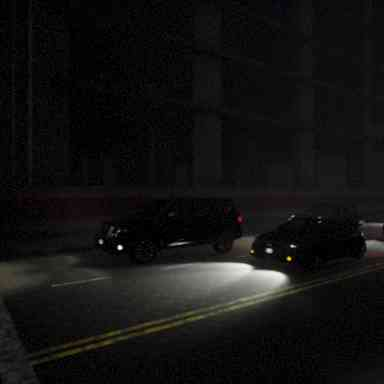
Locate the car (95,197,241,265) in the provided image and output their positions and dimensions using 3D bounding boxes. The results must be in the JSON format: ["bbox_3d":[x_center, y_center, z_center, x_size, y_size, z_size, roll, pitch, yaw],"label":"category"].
[{"bbox_3d":[-0.620,1.220,12.130,5.566,2.045,2.150,0,0,-35],"label":"car"}]

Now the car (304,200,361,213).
[{"bbox_3d":[7.157,1.350,17.684,4.553,1.767,2.097,0,0,-35],"label":"car"}]

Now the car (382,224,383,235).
[{"bbox_3d":[11.187,1.503,16.246,4.892,1.490,1.837,0,0,-35],"label":"car"}]

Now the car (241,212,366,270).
[{"bbox_3d":[3.935,1.563,11.075,4.181,1.385,1.994,0,0,-35],"label":"car"}]
